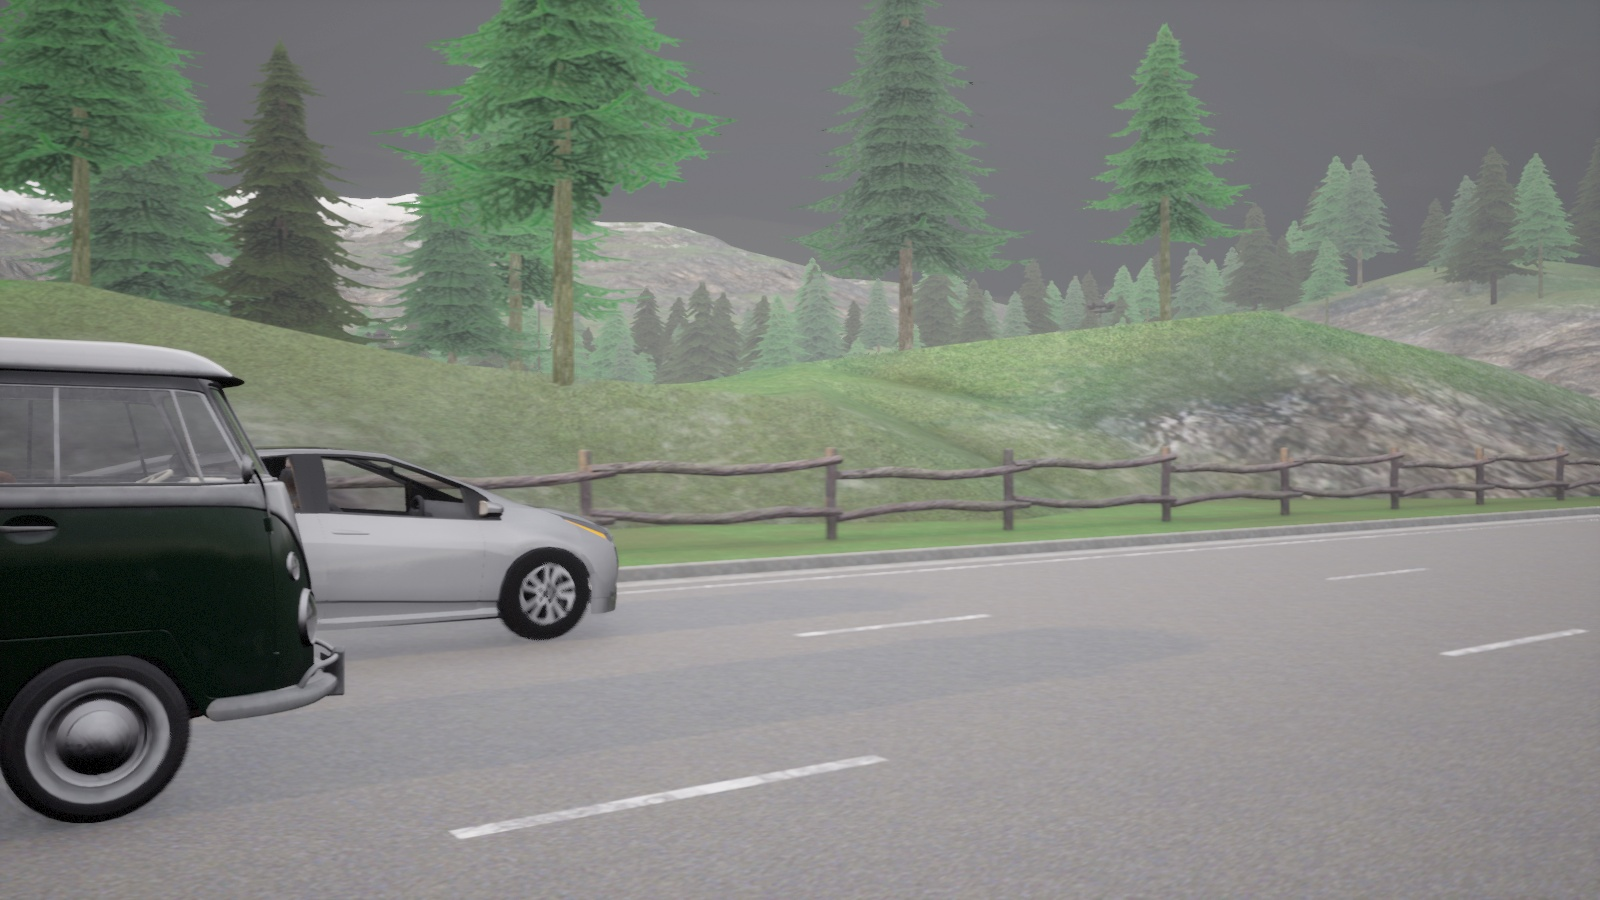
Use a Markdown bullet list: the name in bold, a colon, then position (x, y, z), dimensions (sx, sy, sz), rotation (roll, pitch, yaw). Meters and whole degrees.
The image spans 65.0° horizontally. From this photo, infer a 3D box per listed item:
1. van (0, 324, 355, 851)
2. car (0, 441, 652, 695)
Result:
- **van**: position (-4.279, 0.518, 4.946), dimensions (4.442, 1.987, 1.775), rotation (0, 0, -35)
- **car**: position (-3.623, 0.710, 9.667), dimensions (4.514, 1.525, 2.007), rotation (0, 0, -35)
